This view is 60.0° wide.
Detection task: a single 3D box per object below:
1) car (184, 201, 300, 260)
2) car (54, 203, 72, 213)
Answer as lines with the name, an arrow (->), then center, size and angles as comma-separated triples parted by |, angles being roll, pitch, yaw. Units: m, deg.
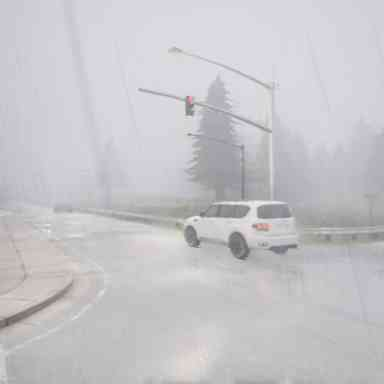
car -> 1.745, 1.377, 13.514 | 2.150, 2.045, 5.566 | 0, -1, -30
car -> -18.566, 2.240, 47.811 | 1.994, 1.385, 4.181 | 0, -1, -30
